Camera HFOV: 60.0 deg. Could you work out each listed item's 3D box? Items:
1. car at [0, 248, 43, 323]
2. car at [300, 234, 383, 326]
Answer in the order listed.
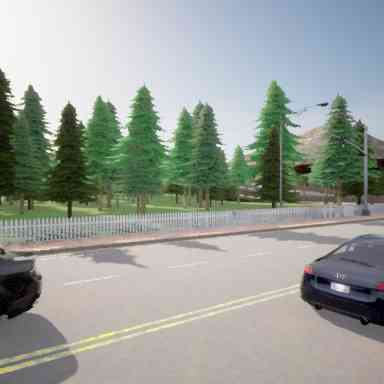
[{"bbox_3d":[-4.854,1.504,4.830,4.892,1.490,1.837,0,0,-36],"label":"car"},{"bbox_3d":[4.102,1.564,6.697,4.181,1.385,1.994,0,0,-35],"label":"car"}]
